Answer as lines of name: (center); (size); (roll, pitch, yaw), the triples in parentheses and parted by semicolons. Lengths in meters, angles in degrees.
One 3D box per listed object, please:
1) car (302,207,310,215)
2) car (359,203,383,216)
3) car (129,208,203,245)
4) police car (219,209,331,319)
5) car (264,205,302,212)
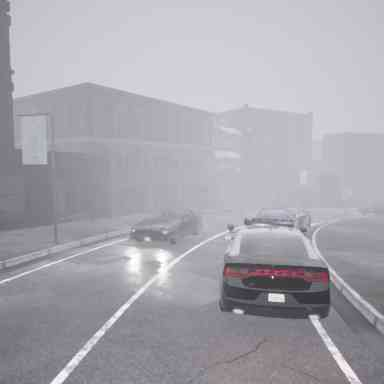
car: (6.614, 1.613, 21.857); (1.812, 1.442, 4.674); (2, 1, 28)
car: (22.472, 2.106, 40.390); (5.357, 1.411, 2.033); (2, 3, -32)
car: (-0.940, 1.468, 15.624); (2.033, 1.411, 5.357); (1, 1, 18)
police car: (1.744, 1.433, 7.673); (1.930, 1.638, 5.238); (1, 0, 10)
car: (4.255, 1.521, 16.688); (1.882, 1.535, 5.008); (2, 0, 21)
